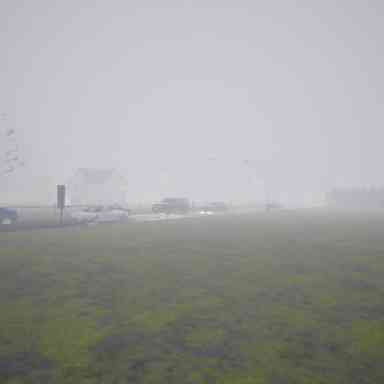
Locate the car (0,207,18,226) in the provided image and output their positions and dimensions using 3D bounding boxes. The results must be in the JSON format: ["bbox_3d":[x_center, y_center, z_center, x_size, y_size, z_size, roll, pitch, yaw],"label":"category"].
[{"bbox_3d":[-14.877,1.638,23.232,1.882,1.535,5.008,1,0,35],"label":"car"}]

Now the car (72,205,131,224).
[{"bbox_3d":[-7.642,1.908,28.243,1.895,1.301,4.718,1,0,35],"label":"car"}]

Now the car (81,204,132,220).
[{"bbox_3d":[-8.282,1.919,32.500,1.895,1.301,4.718,1,0,36],"label":"car"}]

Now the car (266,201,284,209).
[{"bbox_3d":[15.094,2.388,60.251,1.994,1.385,4.181,1,0,35],"label":"car"}]

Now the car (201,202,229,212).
[{"bbox_3d":[3.541,2.137,49.037,2.033,1.411,5.357,1,0,36],"label":"car"}]

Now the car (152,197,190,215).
[{"bbox_3d":[-2.472,1.675,40.644,2.150,2.045,5.566,1,0,36],"label":"car"}]
